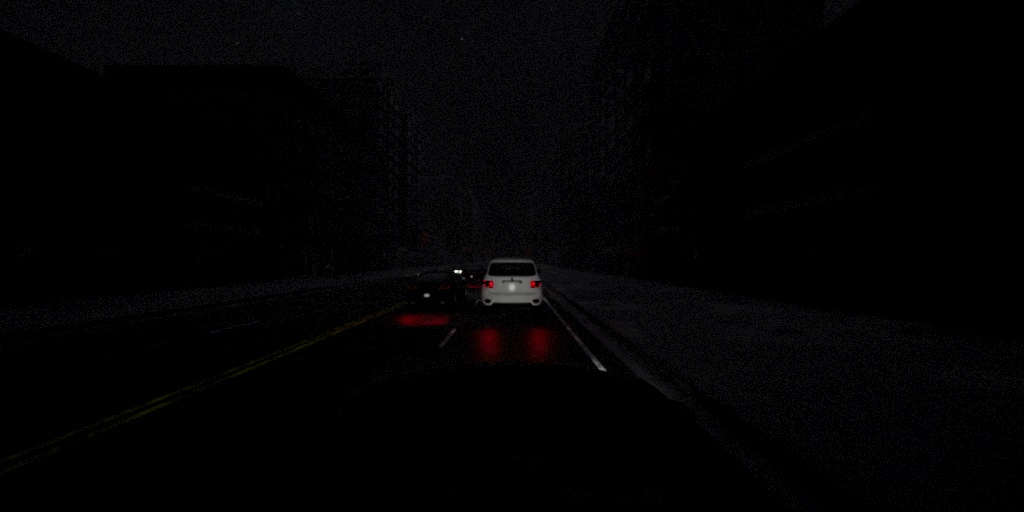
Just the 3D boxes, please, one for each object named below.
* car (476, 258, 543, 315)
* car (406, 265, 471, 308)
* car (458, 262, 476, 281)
[{"bbox_3d":[0.014,1.096,14.434,2.150,2.045,5.566,0,0,0],"label":"car"},{"bbox_3d":[-3.215,1.364,16.107,1.882,1.535,5.008,0,0,1],"label":"car"},{"bbox_3d":[-3.209,1.506,31.101,1.882,1.535,5.008,0,0,1],"label":"car"}]
